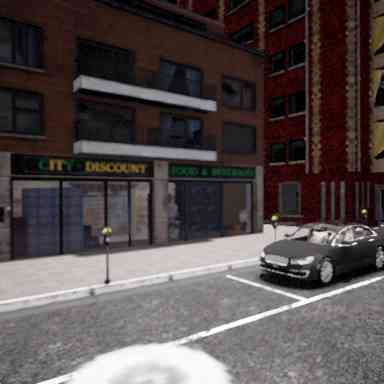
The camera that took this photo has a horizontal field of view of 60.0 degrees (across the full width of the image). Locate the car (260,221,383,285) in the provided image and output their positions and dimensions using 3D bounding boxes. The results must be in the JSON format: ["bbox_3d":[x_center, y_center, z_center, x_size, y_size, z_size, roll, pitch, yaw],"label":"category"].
[{"bbox_3d":[3.783,1.516,9.258,4.403,1.369,2.008,0,0,-35],"label":"car"}]
